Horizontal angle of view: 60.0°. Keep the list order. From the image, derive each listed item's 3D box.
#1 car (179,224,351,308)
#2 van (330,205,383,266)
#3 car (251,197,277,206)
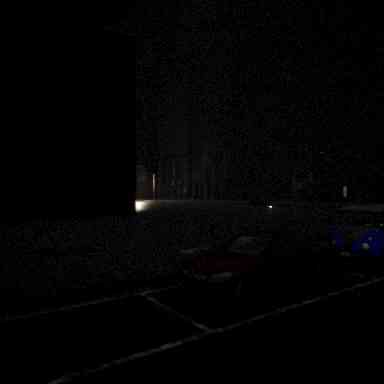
[{"bbox_3d":[1.671,1.577,7.842,4.206,1.307,1.802,0,0,-35],"label":"car"},{"bbox_3d":[6.293,1.331,11.139,3.998,1.788,1.690,0,0,-35],"label":"van"},{"bbox_3d":[11.520,1.595,53.566,1.812,1.442,4.674,0,0,-36],"label":"car"}]
